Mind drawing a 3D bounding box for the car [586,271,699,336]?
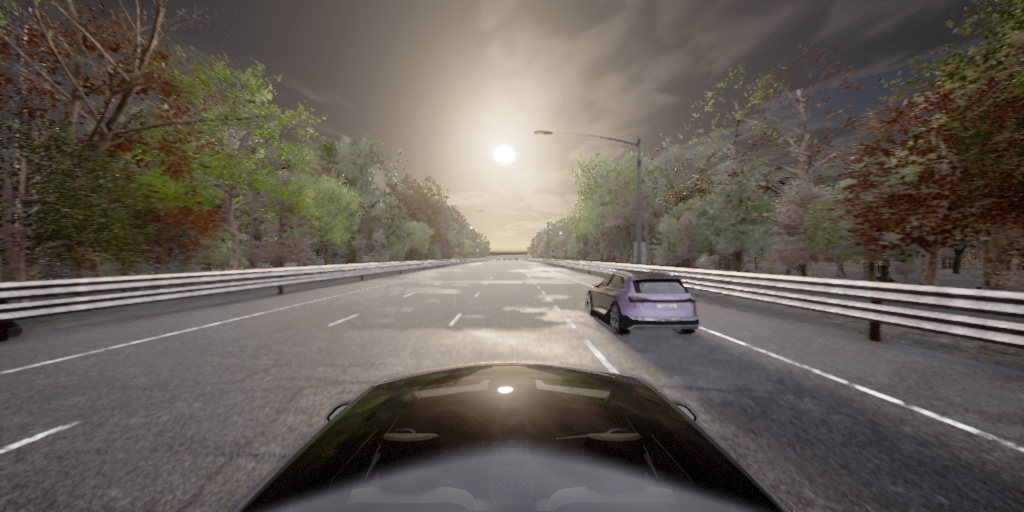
[{"bbox_3d":[3.518,1.214,10.416,2.033,1.649,4.856,0,0,0],"label":"car"}]
